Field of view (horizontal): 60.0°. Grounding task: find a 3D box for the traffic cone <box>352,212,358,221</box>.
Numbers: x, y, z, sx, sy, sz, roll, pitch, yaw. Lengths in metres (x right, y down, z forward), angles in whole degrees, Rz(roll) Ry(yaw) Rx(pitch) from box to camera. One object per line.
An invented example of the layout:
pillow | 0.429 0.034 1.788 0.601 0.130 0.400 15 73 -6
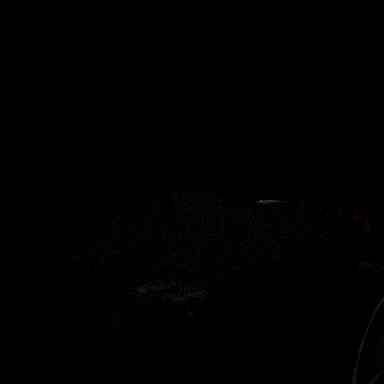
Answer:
traffic cone | 11.325 1.705 23.030 0.340 0.580 0.340 0 1 15

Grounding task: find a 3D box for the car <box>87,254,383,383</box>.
car | 1.202 1.506 3.269 4.892 1.490 1.837 0 1 -42

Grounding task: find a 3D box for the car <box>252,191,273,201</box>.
car | 11.160 0.559 53.166 1.837 1.490 4.892 0 2 -13

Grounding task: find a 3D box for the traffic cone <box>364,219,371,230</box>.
traffic cone | 9.833 1.807 18.622 0.340 0.580 0.340 0 1 22

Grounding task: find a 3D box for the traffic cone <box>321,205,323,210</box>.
traffic cone | 12.593 1.488 32.235 0.340 0.580 0.340 0 1 1

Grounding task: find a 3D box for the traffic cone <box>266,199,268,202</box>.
traffic cone | 10.425 1.173 46.405 0.340 0.580 0.340 0 1 -13
